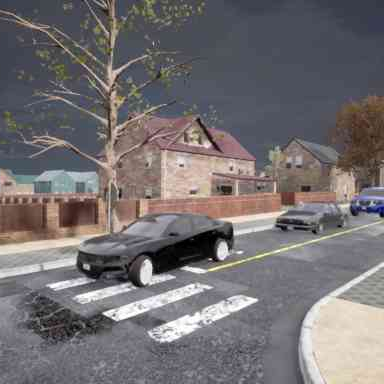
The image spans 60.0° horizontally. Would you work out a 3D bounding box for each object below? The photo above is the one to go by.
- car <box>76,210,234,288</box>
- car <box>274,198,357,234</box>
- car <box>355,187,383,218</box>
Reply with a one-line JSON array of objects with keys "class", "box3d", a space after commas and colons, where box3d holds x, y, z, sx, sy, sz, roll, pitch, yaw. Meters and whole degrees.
[{"class": "car", "box3d": [-0.735, 1.313, 9.203, 1.882, 1.535, 5.008, 1, 2, 39]}, {"class": "car", "box3d": [6.295, 1.196, 16.948, 2.033, 1.411, 5.357, 1, 2, 44]}, {"class": "car", "box3d": [13.503, 0.692, 24.355, 2.150, 2.045, 5.566, 1, 2, 44]}]
